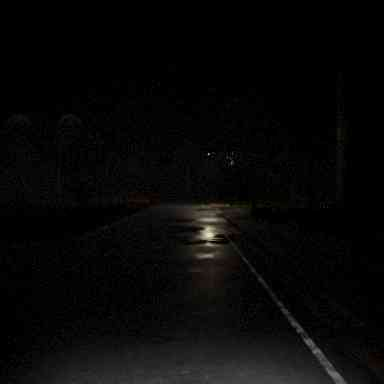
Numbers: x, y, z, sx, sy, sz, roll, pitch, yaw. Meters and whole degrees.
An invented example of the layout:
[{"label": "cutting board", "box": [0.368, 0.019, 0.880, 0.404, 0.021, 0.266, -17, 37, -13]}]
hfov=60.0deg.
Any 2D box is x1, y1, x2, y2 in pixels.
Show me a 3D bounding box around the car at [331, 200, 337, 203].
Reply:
[{"label": "car", "box": [18.409, 1.401, 38.005, 4.902, 1.511, 2.128, 0, 0, 0]}]
